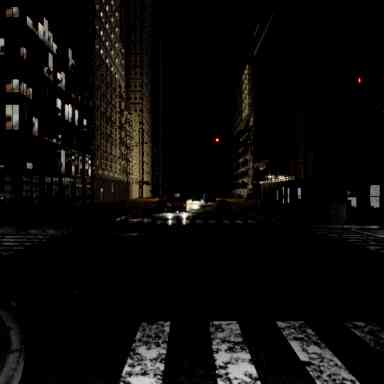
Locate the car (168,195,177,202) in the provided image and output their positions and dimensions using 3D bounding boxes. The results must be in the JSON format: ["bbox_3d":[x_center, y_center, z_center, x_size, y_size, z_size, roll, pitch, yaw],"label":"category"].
[{"bbox_3d":[-4.372,1.426,74.895,1.967,1.590,4.097,0,0,0],"label":"car"}]

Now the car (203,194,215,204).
[{"bbox_3d":[3.589,1.313,63.896,2.192,1.841,5.009,0,0,0],"label":"car"}]

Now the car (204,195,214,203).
[{"bbox_3d":[3.549,1.432,69.425,1.967,1.590,4.097,0,0,0],"label":"car"}]

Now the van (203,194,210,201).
[{"bbox_3d":[3.468,1.321,80.479,1.690,1.788,3.998,0,0,0],"label":"van"}]

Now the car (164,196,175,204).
[{"bbox_3d":[-4.291,1.564,63.839,1.947,1.339,4.313,0,0,0],"label":"car"}]

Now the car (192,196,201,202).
[{"bbox_3d":[0.968,1.512,73.228,1.812,1.442,4.674,0,0,0],"label":"car"}]

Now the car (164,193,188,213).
[{"bbox_3d":[-1.633,1.366,37.584,2.097,1.767,4.553,0,0,0],"label":"car"}]

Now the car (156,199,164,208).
[{"bbox_3d":[-4.170,1.592,47.257,1.802,1.307,4.206,0,0,0],"label":"car"}]

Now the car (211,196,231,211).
[{"bbox_3d":[3.800,1.579,41.788,1.947,1.339,4.313,0,0,0],"label":"car"}]

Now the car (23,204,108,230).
[{"bbox_3d":[-7.437,1.448,19.845,4.674,1.442,1.812,3,1,-22],"label":"car"}]

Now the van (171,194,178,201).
[{"bbox_3d":[-4.452,1.315,85.949,1.690,1.788,3.998,0,0,0],"label":"van"}]

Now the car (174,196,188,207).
[{"bbox_3d":[-1.738,1.498,53.412,2.128,1.511,4.902,0,0,0],"label":"car"}]

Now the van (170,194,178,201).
[{"bbox_3d":[-4.412,1.321,80.422,1.690,1.788,3.998,0,0,0],"label":"van"}]
